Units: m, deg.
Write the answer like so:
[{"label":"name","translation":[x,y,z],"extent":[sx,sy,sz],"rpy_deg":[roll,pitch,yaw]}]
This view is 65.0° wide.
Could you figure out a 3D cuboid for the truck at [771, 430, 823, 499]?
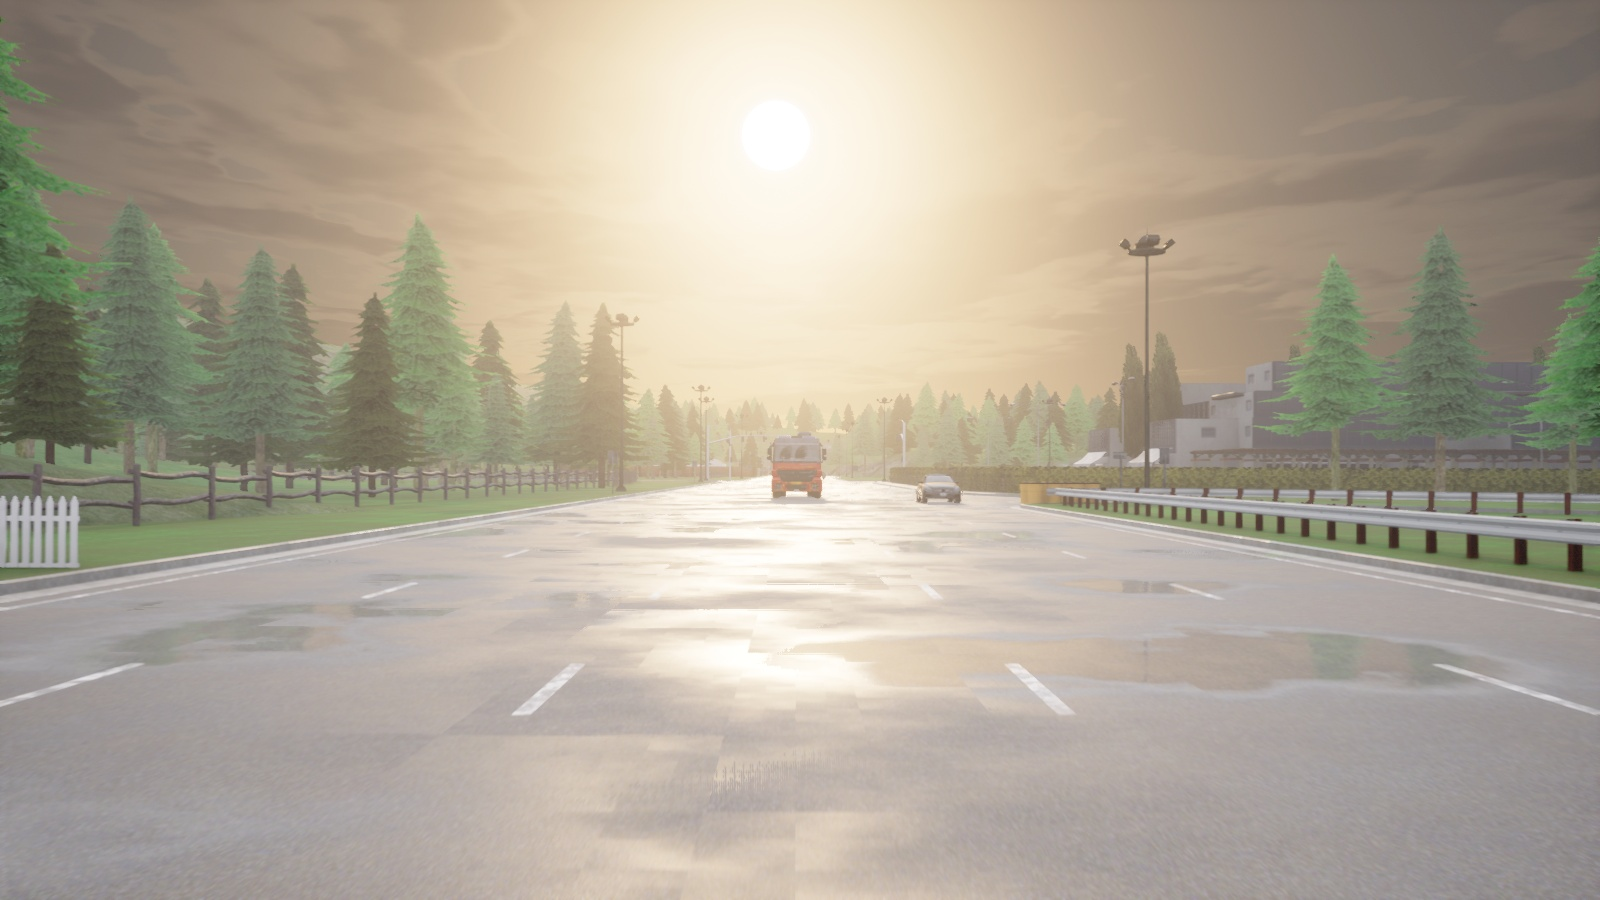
[{"label":"truck","translation":[-0.177,0.889,73.979],"extent":[2.891,3.827,8.468],"rpy_deg":[0,-1,0]}]

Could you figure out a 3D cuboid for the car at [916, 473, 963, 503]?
[{"label":"car","translation":[6.855,1.853,62.141],"extent":[1.812,1.442,4.674],"rpy_deg":[0,-1,0]}]
